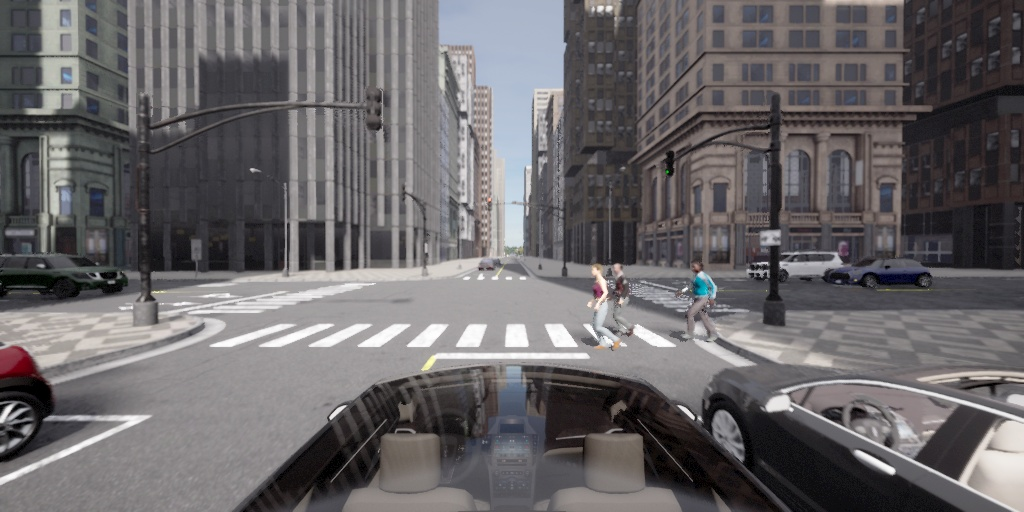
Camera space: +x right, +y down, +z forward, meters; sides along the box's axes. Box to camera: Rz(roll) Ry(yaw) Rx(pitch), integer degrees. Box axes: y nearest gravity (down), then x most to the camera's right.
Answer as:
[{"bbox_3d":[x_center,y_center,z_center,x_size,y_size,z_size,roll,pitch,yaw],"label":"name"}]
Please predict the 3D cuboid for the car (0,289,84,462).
[{"bbox_3d":[-5.763,1.188,1.928,1.967,1.591,4.097,0,0,0],"label":"car"}]

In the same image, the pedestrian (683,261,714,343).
[{"bbox_3d":[4.149,0.998,8.001,0.375,1.860,0.375,0,1,0],"label":"pedestrian"}]

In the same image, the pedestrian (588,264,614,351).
[{"bbox_3d":[1.804,1.003,7.401,0.375,1.860,0.375,0,1,0],"label":"pedestrian"}]

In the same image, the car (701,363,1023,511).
[{"bbox_3d":[2.762,1.299,1.929,2.007,1.370,4.403,0,0,0],"label":"car"}]

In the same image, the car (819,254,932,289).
[{"bbox_3d":[21.131,0.898,20.749,4.553,1.767,2.097,0,1,0],"label":"car"}]

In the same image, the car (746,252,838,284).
[{"bbox_3d":[18.911,0.734,23.999,5.566,2.045,2.150,0,1,0],"label":"car"}]

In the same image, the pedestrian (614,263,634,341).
[{"bbox_3d":[2.614,0.997,8.602,0.375,1.860,0.375,0,1,0],"label":"pedestrian"}]

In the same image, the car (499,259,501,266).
[{"bbox_3d":[-2.883,0.901,60.235,1.994,1.385,4.181,0,0,1],"label":"car"}]

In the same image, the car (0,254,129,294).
[{"bbox_3d":[-22.101,0.924,17.316,5.566,2.045,2.150,0,1,0],"label":"car"}]

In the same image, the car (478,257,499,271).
[{"bbox_3d":[-2.954,1.007,42.410,2.033,1.411,5.357,0,0,0],"label":"car"}]
